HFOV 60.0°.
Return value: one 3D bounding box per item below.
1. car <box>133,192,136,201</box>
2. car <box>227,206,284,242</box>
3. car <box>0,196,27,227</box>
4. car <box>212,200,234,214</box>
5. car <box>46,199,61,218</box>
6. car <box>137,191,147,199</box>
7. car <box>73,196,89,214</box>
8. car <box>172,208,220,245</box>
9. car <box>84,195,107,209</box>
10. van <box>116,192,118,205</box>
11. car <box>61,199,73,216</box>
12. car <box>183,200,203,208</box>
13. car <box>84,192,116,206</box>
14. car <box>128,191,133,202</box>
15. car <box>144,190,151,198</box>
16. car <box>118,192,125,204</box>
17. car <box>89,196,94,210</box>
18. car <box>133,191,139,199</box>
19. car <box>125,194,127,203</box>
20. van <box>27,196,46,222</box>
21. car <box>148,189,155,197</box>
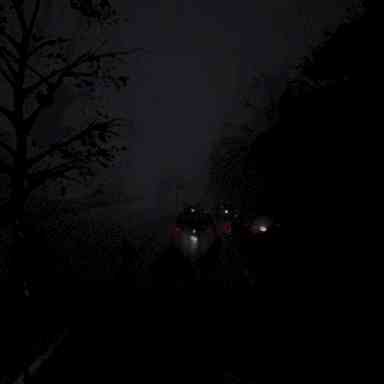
[{"bbox_3d":[-13.838,1.236,63.955,4.674,1.452,2.002,-1,1,-20],"label":"car"},{"bbox_3d":[3.099,1.591,16.448,1.994,1.385,4.181,0,0,0],"label":"car"},{"bbox_3d":[-13.847,1.406,22.187,4.553,1.767,2.185,-1,0,-20],"label":"car"},{"bbox_3d":[3.102,1.525,32.512,1.837,1.490,4.892,0,0,0],"label":"car"},{"bbox_3d":[-13.865,1.568,28.147,4.674,1.452,2.002,-1,0,-20],"label":"car"},{"bbox_3d":[-13.806,1.047,78.979,4.792,1.488,2.163,-1,0,-20],"label":"car"},{"bbox_3d":[-13.693,1.501,34.189,5.366,1.575,1.946,-1,0,-20],"label":"car"},{"bbox_3d":[0.100,1.625,15.750,1.895,1.301,4.718,0,0,0],"label":"car"},{"bbox_3d":[-13.855,1.478,43.073,4.674,1.452,2.002,-1,1,-20],"label":"car"},{"bbox_3d":[-13.749,1.146,49.084,4.442,1.987,1.878,-1,0,-20],"label":"van"},{"bbox_3d":[-13.894,1.552,31.120,4.792,1.488,2.163,-1,0,-20],"label":"car"},{"bbox_3d":[0.103,1.542,33.478,1.812,1.442,4.674,0,0,0],"label":"car"},{"bbox_3d":[-13.886,1.157,46.041,5.566,2.045,2.435,-1,1,-20],"label":"car"},{"bbox_3d":[-13.817,1.106,60.981,4.553,1.767,2.185,-1,1,-20],"label":"car"},{"bbox_3d":[-13.999,0.944,84.902,5.366,1.575,1.946,-1,1,-20],"label":"car"},{"bbox_3d":[-13.830,1.086,52.037,5.566,2.045,2.435,-1,0,-20],"label":"car"},{"bbox_3d":[-13.836,1.518,37.116,4.792,1.488,2.163,-1,0,-20],"label":"car"},{"bbox_3d":[-13.815,1.190,66.974,4.792,1.488,2.163,-1,0,-20],"label":"car"},{"bbox_3d":[-13.844,1.304,55.009,4.892,1.521,2.231,-1,1,-20],"label":"car"},{"bbox_3d":[-13.767,1.307,25.215,4.442,1.987,1.878,-1,0,-20],"label":"van"},{"bbox_3d":[-13.800,0.608,90.990,5.566,2.045,2.435,-1,1,-20],"label":"car"}]
